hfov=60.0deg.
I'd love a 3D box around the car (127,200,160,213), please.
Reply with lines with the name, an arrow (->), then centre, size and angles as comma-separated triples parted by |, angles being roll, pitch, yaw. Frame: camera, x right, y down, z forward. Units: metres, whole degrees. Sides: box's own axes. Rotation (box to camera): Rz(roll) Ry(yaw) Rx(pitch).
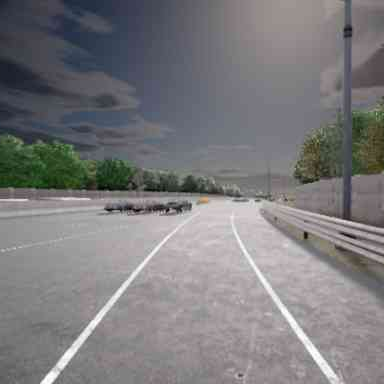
car -> -4.675, 1.573, 36.912 | 2.033, 1.411, 5.357 | -1, 0, 19

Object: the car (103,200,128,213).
car -> -7.978, 1.615, 38.022 | 2.033, 1.411, 5.357 | 0, 0, 19

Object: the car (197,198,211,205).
car -> 2.566, 1.885, 69.532 | 1.882, 1.535, 5.008 | 0, -1, 19

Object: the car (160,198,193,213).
car -> -1.348, 1.463, 35.801 | 1.837, 1.490, 4.892 | 0, 0, 19
